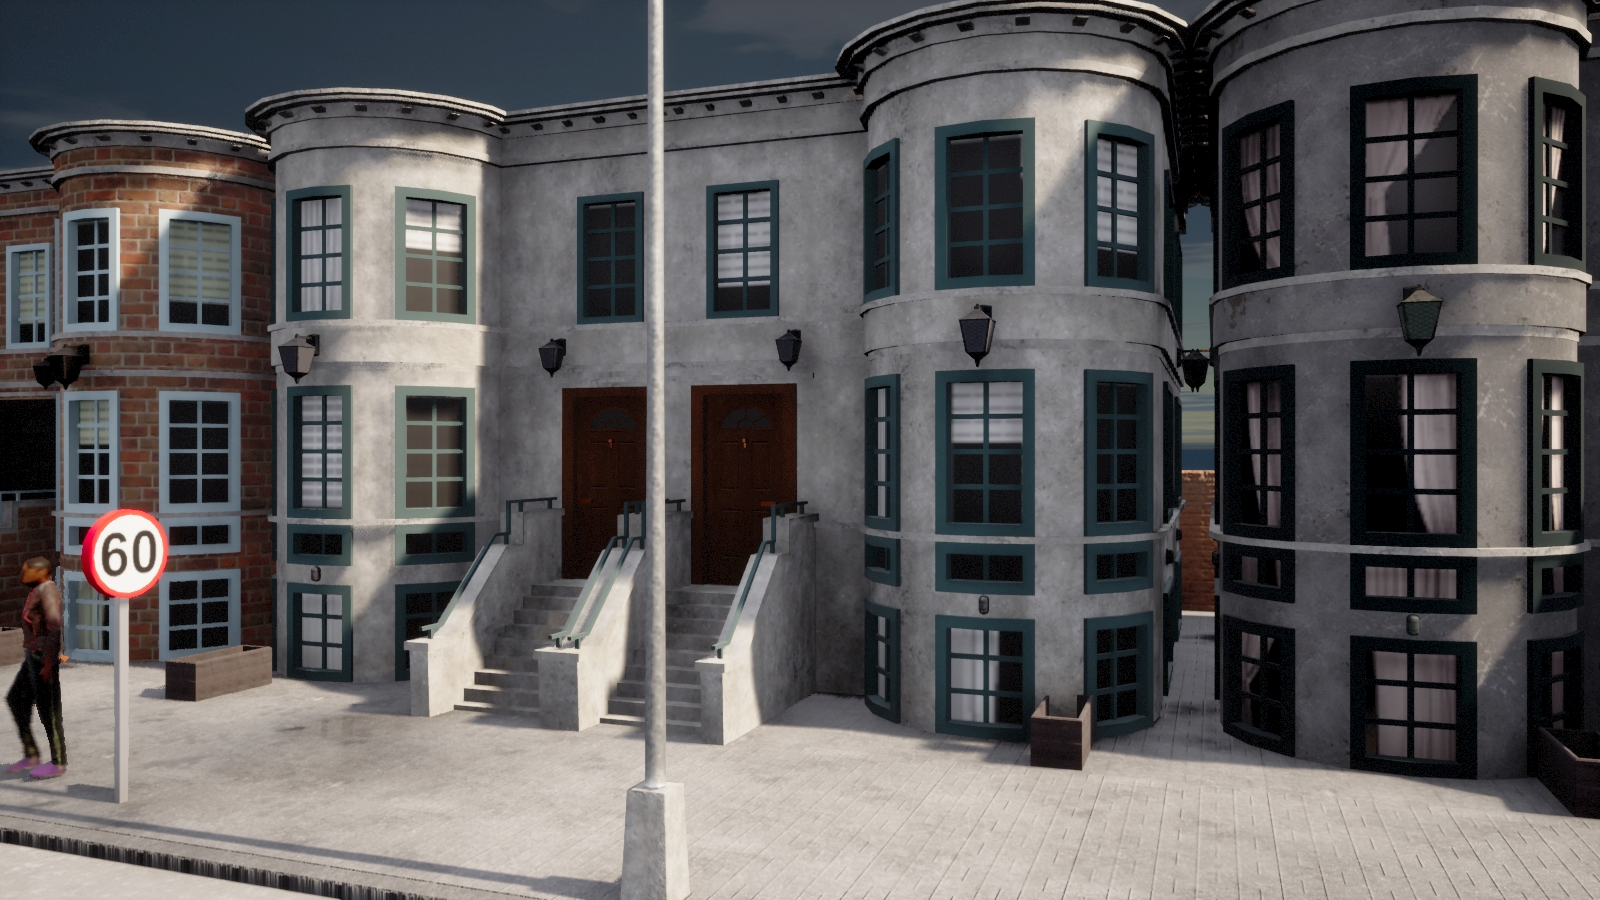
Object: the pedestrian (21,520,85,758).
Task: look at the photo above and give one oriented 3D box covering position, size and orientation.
[{"bbox_3d":[-6.138,1.524,9.383,0.375,1.860,0.375,0,0,-44],"label":"pedestrian"}]
